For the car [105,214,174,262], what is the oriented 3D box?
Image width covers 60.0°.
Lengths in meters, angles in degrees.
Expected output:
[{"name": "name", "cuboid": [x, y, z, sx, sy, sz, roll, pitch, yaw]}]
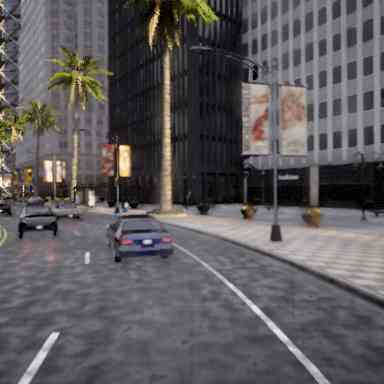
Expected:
[{"name": "car", "cuboid": [-2.096, 1.535, 12.304, 2.033, 1.411, 5.357, 0, 0, -18]}]

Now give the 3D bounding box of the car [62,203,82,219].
[{"name": "car", "cuboid": [-10.993, 1.618, 28.320, 1.895, 1.301, 4.718, -1, 0, -37]}]

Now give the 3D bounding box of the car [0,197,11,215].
[{"name": "car", "cuboid": [-19.820, 1.574, 34.009, 1.837, 1.490, 4.892, 0, 0, -38]}]

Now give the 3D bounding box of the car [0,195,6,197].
[{"name": "car", "cuboid": [-40.802, 1.495, 71.109, 2.185, 1.767, 4.553, -1, 0, -38]}]

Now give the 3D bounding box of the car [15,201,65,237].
[{"name": "car", "cuboid": [-8.600, 1.513, 18.418, 2.128, 1.511, 4.902, 0, 0, -28]}]

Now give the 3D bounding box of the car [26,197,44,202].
[{"name": "car", "cuboid": [-22.608, 1.540, 48.047, 2.231, 1.521, 4.892, -1, 0, -38]}]
